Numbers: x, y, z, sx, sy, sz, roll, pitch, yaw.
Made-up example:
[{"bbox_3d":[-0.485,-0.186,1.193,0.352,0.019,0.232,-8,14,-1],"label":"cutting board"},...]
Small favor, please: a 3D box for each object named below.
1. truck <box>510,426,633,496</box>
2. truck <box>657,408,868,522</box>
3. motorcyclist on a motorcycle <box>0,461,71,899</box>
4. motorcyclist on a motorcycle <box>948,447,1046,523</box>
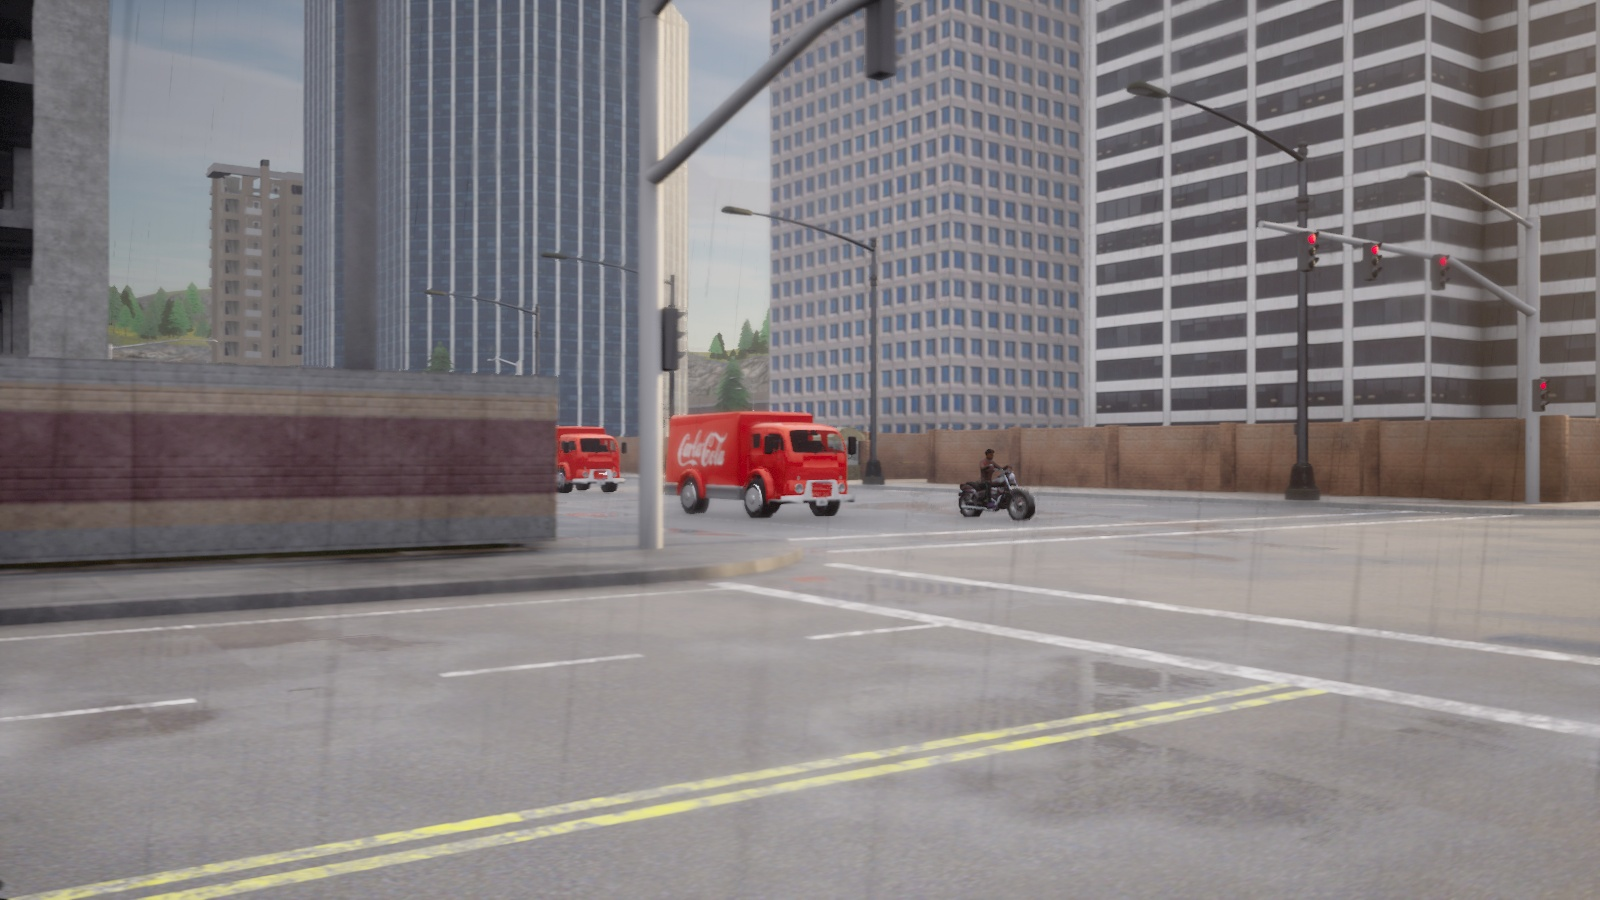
[{"bbox_3d":[-8.666,0.392,47.269,2.627,2.467,5.204,0,0,-35],"label":"truck"},{"bbox_3d":[-1.002,0.334,29.959,2.627,2.467,5.204,0,0,-35],"label":"truck"},{"bbox_3d":[-2.441,0.790,1.959,2.191,1.530,0.866,0,0,-35],"label":"motorcyclist on a motorcycle"},{"bbox_3d":[4.408,0.755,28.273,0.766,1.649,2.350,0,0,-35],"label":"motorcyclist on a motorcycle"}]
